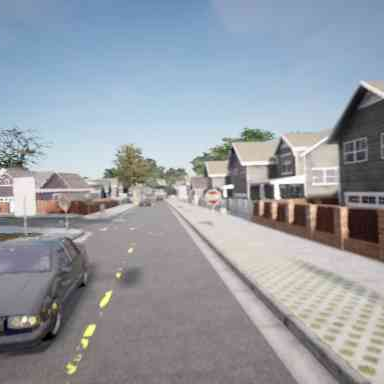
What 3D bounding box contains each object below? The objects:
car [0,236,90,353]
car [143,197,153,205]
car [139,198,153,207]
[{"bbox_3d":[-3.336,1.681,6.848,2.033,1.411,5.357,-2,0,-9],"label":"car"},{"bbox_3d":[-9.973,2.037,75.617,1.837,1.490,4.892,-2,0,-6],"label":"car"},{"bbox_3d":[-8.496,1.995,60.311,1.994,1.385,4.181,-2,0,-5],"label":"car"}]
